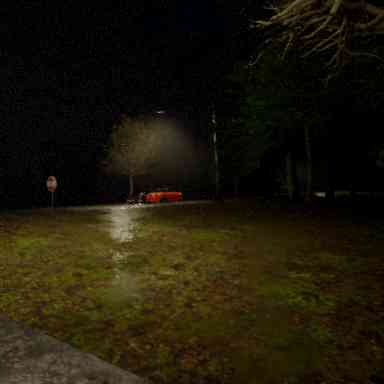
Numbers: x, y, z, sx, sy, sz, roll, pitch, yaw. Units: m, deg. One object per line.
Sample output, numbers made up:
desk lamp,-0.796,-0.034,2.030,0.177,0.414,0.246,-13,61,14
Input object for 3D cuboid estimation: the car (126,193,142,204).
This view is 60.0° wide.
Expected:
car,-6.377,0.839,43.122,1.837,1.490,4.892,-3,1,34

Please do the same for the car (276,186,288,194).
car,23.858,-0.589,87.448,2.150,2.045,5.566,-3,-1,34

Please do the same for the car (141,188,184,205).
car,-2.817,0.372,35.962,2.097,1.767,4.553,-3,-1,34
